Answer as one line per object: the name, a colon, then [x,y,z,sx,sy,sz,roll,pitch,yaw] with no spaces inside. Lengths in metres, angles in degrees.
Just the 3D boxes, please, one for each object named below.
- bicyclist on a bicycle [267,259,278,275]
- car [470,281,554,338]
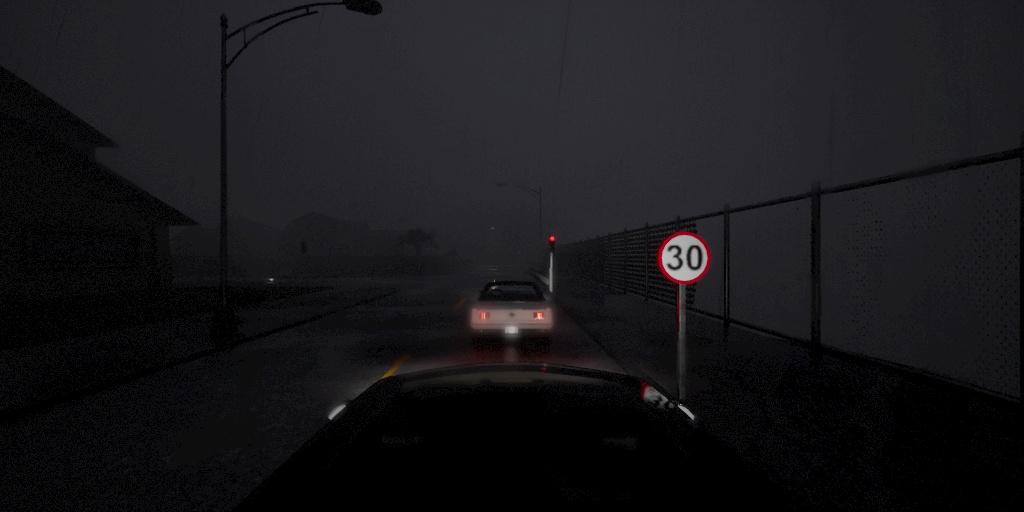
bicyclist on a bicycle: [-24.324,1.094,36.471,0.582,1.620,1.656,0,0,0]
car: [-0.002,1.350,10.163,1.895,1.301,4.718,0,0,0]
